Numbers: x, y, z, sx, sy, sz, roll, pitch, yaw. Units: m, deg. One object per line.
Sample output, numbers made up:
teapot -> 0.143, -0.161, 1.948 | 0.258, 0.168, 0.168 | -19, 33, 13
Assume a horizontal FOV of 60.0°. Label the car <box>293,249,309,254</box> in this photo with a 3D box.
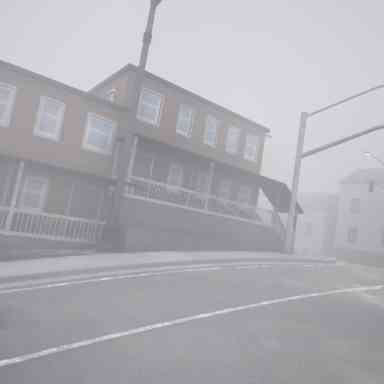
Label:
car -> 8.837, 5.850, 30.368 | 2.128, 1.511, 4.902 | 13, -16, -34
